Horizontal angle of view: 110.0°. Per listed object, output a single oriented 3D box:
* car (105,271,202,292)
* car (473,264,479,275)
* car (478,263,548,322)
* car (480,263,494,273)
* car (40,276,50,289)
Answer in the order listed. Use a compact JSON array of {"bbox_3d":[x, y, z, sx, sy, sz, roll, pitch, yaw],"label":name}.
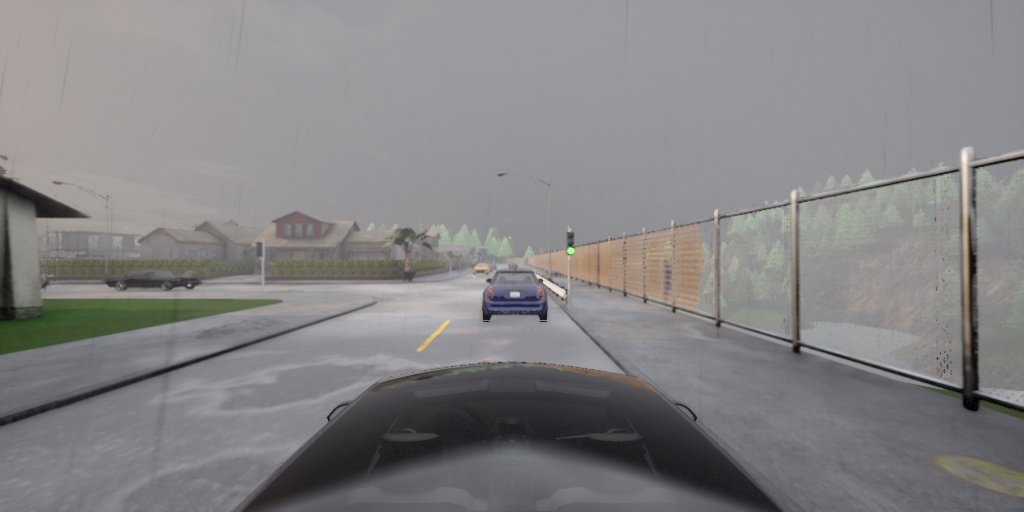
[{"bbox_3d":[-23.185,1.599,23.360,4.718,1.301,1.895,0,-1,0],"label":"car"},{"bbox_3d":[-4.026,1.758,48.029,1.882,1.535,5.008,0,-1,0],"label":"car"},{"bbox_3d":[0.102,1.232,13.124,2.097,1.767,4.553,0,-1,0],"label":"car"},{"bbox_3d":[-3.992,1.893,57.478,1.837,1.490,4.892,0,-1,0],"label":"car"},{"bbox_3d":[-33.155,1.562,23.412,4.181,1.385,1.994,0,-1,1],"label":"car"}]
